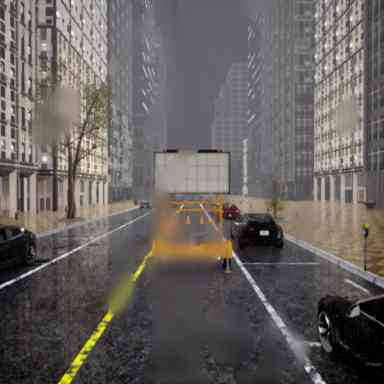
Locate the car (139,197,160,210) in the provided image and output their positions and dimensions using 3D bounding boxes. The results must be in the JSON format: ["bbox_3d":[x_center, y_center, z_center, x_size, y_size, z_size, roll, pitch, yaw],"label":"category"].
[{"bbox_3d":[-5.706,1.519,42.580,2.008,1.369,4.403,-1,0,0],"label":"car"}]

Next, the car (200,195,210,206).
[{"bbox_3d":[2.672,1.503,53.879,1.887,1.381,4.507,-1,0,0],"label":"car"}]

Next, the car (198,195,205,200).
[{"bbox_3d":[2.663,1.464,93.378,2.008,1.369,4.403,-1,0,0],"label":"car"}]

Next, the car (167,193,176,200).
[{"bbox_3d":[-5.721,1.228,93.352,2.192,1.841,5.009,-1,0,0],"label":"car"}]

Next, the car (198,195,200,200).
[{"bbox_3d":[2.667,1.485,76.449,2.008,1.369,4.403,-1,0,0],"label":"car"}]

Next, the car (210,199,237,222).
[{"bbox_3d":[2.678,1.527,25.664,1.887,1.381,4.507,-1,0,0],"label":"car"}]

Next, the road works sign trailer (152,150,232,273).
[{"bbox_3d":[0.001,0.458,10.642,2.380,3.560,2.880,0,0,0],"label":"road works sign trailer"}]

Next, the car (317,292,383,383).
[{"bbox_3d":[2.684,1.564,3.093,1.947,1.339,4.313,-1,0,0],"label":"car"}]

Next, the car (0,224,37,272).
[{"bbox_3d":[-5.699,1.560,8.732,1.947,1.339,4.313,-1,0,0],"label":"car"}]

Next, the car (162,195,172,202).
[{"bbox_3d":[-5.714,1.460,76.259,1.752,1.417,4.829,-1,0,0],"label":"car"}]

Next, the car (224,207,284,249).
[{"bbox_3d":[2.681,1.557,14.379,1.947,1.339,4.313,-1,0,0],"label":"car"}]

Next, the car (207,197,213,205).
[{"bbox_3d":[2.677,1.503,31.477,1.752,1.417,4.829,-1,0,0],"label":"car"}]

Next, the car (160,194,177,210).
[{"bbox_3d":[-3.091,1.188,42.898,2.150,2.045,5.566,0,0,0],"label":"car"}]

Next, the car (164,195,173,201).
[{"bbox_3d":[-5.715,1.510,82.070,1.802,1.307,4.206,-1,0,0],"label":"car"}]
